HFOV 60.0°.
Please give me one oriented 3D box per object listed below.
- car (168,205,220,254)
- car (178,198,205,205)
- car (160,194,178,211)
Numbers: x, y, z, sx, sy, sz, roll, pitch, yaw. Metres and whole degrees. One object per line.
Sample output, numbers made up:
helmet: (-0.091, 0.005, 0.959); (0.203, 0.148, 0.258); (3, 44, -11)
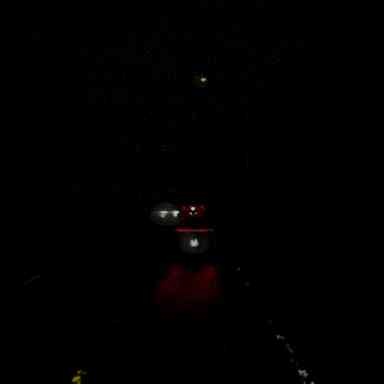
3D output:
car: (0.079, 1.511, 13.485); (2.128, 1.511, 4.902); (0, 0, 0)
car: (0.079, 1.404, 29.619); (2.097, 1.767, 4.553); (0, 0, 0)
car: (-2.849, 1.307, 43.321); (2.150, 2.045, 5.566); (0, 0, 0)
